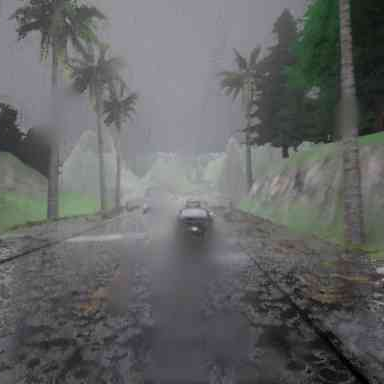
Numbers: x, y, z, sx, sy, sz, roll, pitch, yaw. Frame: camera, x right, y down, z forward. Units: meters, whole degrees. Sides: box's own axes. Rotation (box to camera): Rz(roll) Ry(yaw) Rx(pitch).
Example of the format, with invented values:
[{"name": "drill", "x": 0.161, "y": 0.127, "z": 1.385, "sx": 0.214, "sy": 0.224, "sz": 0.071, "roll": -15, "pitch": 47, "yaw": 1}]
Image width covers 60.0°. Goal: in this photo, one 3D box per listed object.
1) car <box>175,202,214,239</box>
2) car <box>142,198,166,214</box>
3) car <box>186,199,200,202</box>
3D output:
[{"name": "car", "x": 0.111, "y": 1.527, "z": 17.663, "sx": 1.882, "sy": 1.535, "sz": 5.008, "roll": 0, "pitch": 0, "yaw": 0}, {"name": "car", "x": -4.056, "y": 1.454, "z": 36.097, "sx": 2.097, "sy": 1.767, "sz": 4.553, "roll": 0, "pitch": 0, "yaw": 0}, {"name": "car", "x": 0.127, "y": 1.612, "z": 43.299, "sx": 2.128, "sy": 1.511, "sz": 4.902, "roll": 0, "pitch": 0, "yaw": 0}]
